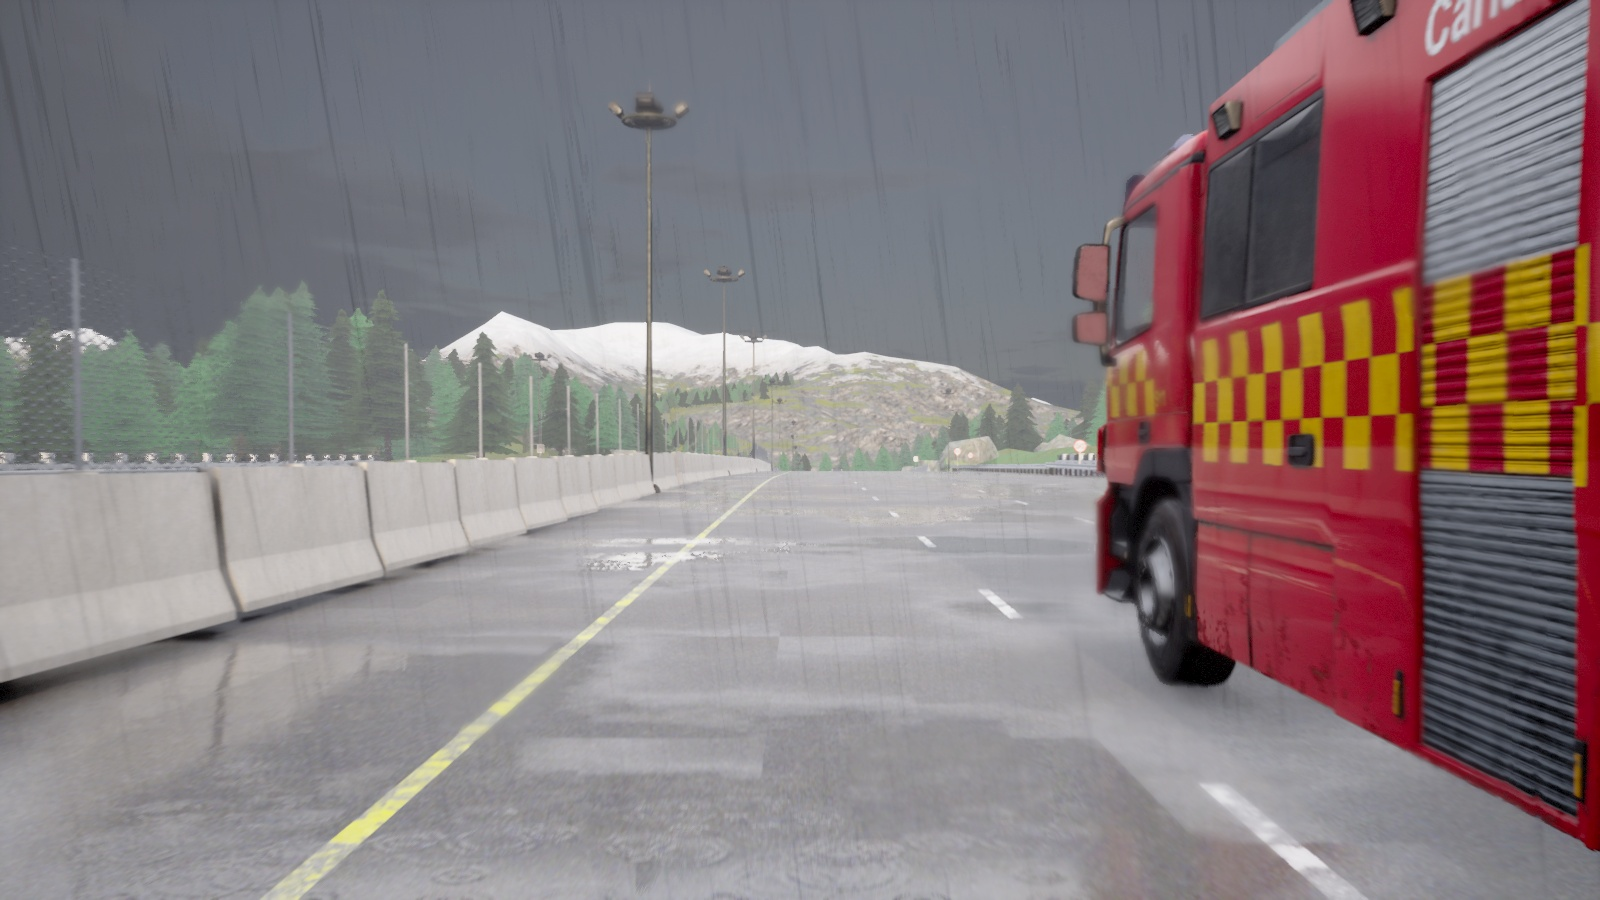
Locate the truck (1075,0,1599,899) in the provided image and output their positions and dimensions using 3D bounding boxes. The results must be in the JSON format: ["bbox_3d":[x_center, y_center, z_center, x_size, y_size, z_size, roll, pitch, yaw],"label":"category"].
[{"bbox_3d":[3.554,-0.445,5.497,2.891,3.827,8.468,0,0,0],"label":"truck"}]
